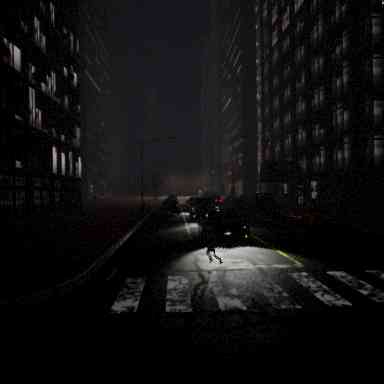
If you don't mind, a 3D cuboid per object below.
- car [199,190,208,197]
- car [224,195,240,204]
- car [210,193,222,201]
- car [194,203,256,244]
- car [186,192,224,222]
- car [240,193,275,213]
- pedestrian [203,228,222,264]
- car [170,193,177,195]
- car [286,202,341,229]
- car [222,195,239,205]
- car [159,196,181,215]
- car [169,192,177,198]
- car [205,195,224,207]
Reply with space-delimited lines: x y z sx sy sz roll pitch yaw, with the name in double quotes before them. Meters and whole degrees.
"car" 3.192 0.431 93.363 2.192 1.841 5.009 0 1 -3
"car" 5.764 1.108 42.659 1.887 1.381 4.507 0 1 -3
"car" 4.621 0.911 65.195 1.887 1.381 4.507 0 1 -3
"car" 1.348 1.454 15.243 1.994 1.385 4.181 -1 1 -3
"car" 0.862 1.163 24.792 2.097 1.767 4.553 -1 1 -3
"car" 6.332 0.974 31.389 2.192 1.841 5.009 0 1 -3
"pedestrian" 0.653 1.623 10.054 0.500 1.100 0.500 0 0 -3
"car" -2.889 1.238 47.832 1.802 1.307 4.206 0 1 -3
"car" 6.901 1.286 19.456 1.752 1.417 4.829 0 1 -3
"car" 5.478 1.096 48.293 1.802 1.307 4.206 0 1 -3
"car" -2.032 1.367 30.926 1.947 1.339 4.313 0 1 -3
"car" -4.889 0.749 87.279 1.967 1.590 4.097 0 1 -3
"car" 3.016 1.129 45.519 2.033 1.411 5.357 -1 1 -3
